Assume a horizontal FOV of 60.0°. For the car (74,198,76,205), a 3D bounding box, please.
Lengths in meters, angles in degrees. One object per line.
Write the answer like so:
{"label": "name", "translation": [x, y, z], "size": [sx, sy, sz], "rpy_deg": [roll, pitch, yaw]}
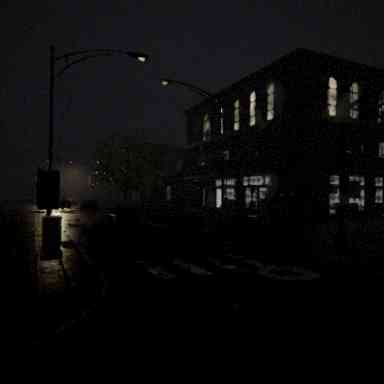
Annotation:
{"label": "car", "translation": [-22.146, 1.751, 61.013], "size": [1.802, 1.307, 4.206], "rpy_deg": [1, -1, -25]}

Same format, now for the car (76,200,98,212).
{"label": "car", "translation": [-12.703, 1.680, 41.030], "size": [1.887, 1.381, 4.507], "rpy_deg": [1, -1, -25]}

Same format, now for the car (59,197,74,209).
{"label": "car", "translation": [-18.427, 1.707, 47.368], "size": [1.895, 1.301, 4.718], "rpy_deg": [1, -1, -25]}

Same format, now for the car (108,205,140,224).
{"label": "car", "translation": [-5.217, 1.659, 25.258], "size": [2.008, 1.369, 4.403], "rpy_deg": [1, -1, -25]}

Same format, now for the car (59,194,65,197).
{"label": "car", "translation": [-22.637, 1.599, 56.285], "size": [1.882, 1.535, 5.008], "rpy_deg": [1, -1, -25]}

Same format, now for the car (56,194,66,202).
{"label": "car", "translation": [-33.946, 1.525, 85.996], "size": [2.192, 1.841, 5.009], "rpy_deg": [1, -1, -25]}
